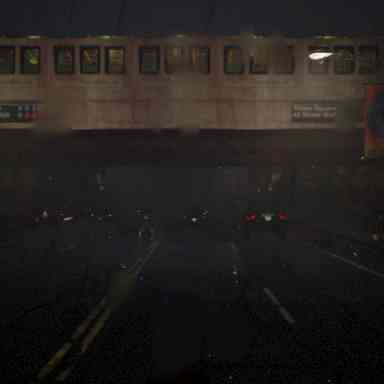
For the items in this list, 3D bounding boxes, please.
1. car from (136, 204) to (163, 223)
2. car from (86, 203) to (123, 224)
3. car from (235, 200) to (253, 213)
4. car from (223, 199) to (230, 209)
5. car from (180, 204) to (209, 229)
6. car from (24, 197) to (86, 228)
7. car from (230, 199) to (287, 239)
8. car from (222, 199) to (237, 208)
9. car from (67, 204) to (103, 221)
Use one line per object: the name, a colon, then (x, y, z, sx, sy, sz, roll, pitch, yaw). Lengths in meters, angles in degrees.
car: (-3.510, 1.747, 28.111, 2.128, 1.511, 4.902, 0, -1, 0)
car: (-7.012, 1.782, 27.767, 1.812, 1.442, 4.674, 0, -1, 0)
car: (6.732, 1.857, 42.793, 2.231, 1.521, 4.892, 0, -1, 10)
car: (6.794, 1.827, 53.569, 2.185, 1.767, 4.553, 0, -1, 0)
car: (0.156, 1.776, 23.564, 1.994, 1.385, 4.181, 0, 0, 0)
car: (-10.000, 1.457, 24.212, 2.435, 2.045, 5.566, 0, -1, 0)
car: (3.639, 1.384, 18.549, 2.150, 2.045, 5.566, 0, -1, 0)
car: (6.670, 2.009, 59.993, 2.097, 1.535, 5.008, 0, -1, 0)
car: (-10.026, 1.889, 31.605, 1.895, 1.301, 4.718, 0, -1, 0)
